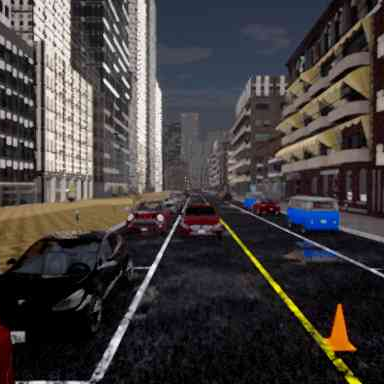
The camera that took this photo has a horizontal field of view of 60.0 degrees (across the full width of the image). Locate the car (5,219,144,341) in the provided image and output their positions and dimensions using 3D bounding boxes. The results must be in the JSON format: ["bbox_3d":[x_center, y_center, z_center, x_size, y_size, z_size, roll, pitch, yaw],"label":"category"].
[{"bbox_3d":[-2.292,1.469,6.469,1.947,1.339,4.313,0,1,0],"label":"car"}]

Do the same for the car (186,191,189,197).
[{"bbox_3d":[-1.935,0.900,50.647,1.947,1.339,4.313,0,1,0],"label":"car"}]

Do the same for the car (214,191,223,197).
[{"bbox_3d":[6.712,0.511,83.713,1.887,1.381,4.507,0,1,0],"label":"car"}]

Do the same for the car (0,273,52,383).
[{"bbox_3d":[-2.336,1.522,0.947,1.887,1.381,4.507,0,1,0],"label":"car"}]

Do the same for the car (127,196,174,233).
[{"bbox_3d":[-2.202,1.197,17.513,1.967,1.590,4.097,0,1,0],"label":"car"}]

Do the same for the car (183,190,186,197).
[{"bbox_3d":[-2.024,0.914,39.601,1.967,1.590,4.097,0,1,0],"label":"car"}]

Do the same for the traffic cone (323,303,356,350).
[{"bbox_3d":[2.111,1.896,4.769,0.340,0.580,0.340,0,1,0],"label":"traffic cone"}]

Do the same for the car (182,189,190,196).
[{"bbox_3d":[-1.580,0.123,94.823,2.192,1.841,5.009,0,1,0],"label":"car"}]

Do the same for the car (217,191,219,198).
[{"bbox_3d":[6.580,0.685,67.315,1.752,1.417,4.829,0,1,0],"label":"car"}]

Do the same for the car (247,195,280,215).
[{"bbox_3d":[6.267,1.189,28.490,1.887,1.381,4.507,0,1,0],"label":"car"}]

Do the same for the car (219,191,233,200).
[{"bbox_3d":[6.535,0.794,61.624,1.947,1.339,4.313,0,1,0],"label":"car"}]

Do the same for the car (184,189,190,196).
[{"bbox_3d":[-1.668,0.502,83.781,1.947,1.339,4.313,0,1,0],"label":"car"}]

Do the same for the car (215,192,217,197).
[{"bbox_3d":[6.624,0.620,72.838,1.752,1.417,4.829,0,1,0],"label":"car"}]

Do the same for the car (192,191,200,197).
[{"bbox_3d":[1.039,0.453,85.367,1.812,1.442,4.674,0,1,0],"label":"car"}]

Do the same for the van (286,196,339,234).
[{"bbox_3d":[6.178,1.128,17.443,1.690,1.788,3.998,0,1,0],"label":"van"}]

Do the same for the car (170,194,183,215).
[{"bbox_3d":[-2.113,1.165,28.557,2.008,1.369,4.403,0,1,0],"label":"car"}]

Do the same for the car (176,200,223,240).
[{"bbox_3d":[0.390,1.315,15.708,1.812,1.442,4.674,0,1,0],"label":"car"}]

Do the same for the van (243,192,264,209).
[{"bbox_3d":[6.312,0.915,34.009,1.690,1.788,3.998,0,1,0],"label":"van"}]

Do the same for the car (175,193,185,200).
[{"bbox_3d":[-2.069,1.095,34.080,2.008,1.369,4.403,0,1,0],"label":"car"}]
